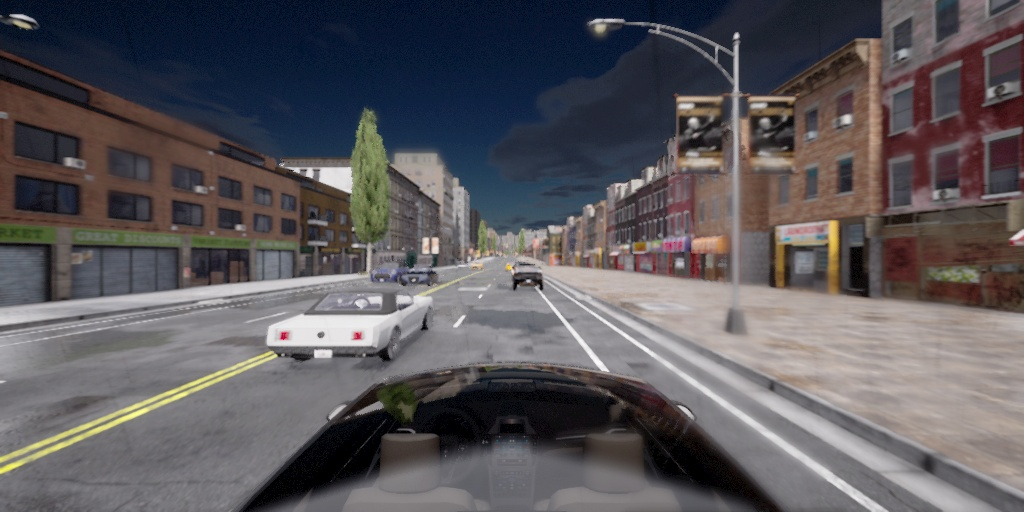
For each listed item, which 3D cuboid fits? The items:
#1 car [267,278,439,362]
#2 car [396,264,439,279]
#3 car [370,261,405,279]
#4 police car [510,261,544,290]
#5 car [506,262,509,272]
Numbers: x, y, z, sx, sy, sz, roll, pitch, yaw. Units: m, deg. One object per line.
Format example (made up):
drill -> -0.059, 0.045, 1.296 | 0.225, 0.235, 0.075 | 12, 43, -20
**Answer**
car -> -3.153, 1.366, 8.223 | 1.895, 1.301, 4.718 | 0, 0, 0
car -> -6.594, 1.448, 26.052 | 1.994, 1.385, 4.181 | 0, 0, 0
car -> -9.841, 1.260, 29.358 | 2.097, 1.767, 4.553 | 0, 0, 0
police car -> 0.976, 1.292, 23.622 | 1.930, 1.638, 5.238 | 0, 0, 0
car -> 0.003, 1.675, 57.330 | 1.882, 1.535, 5.008 | 0, -1, 0
